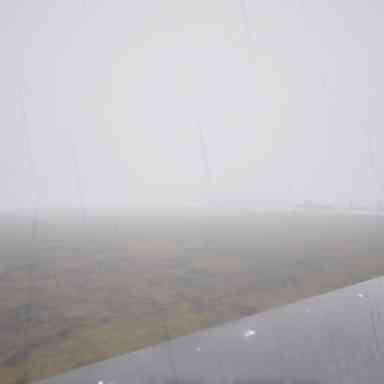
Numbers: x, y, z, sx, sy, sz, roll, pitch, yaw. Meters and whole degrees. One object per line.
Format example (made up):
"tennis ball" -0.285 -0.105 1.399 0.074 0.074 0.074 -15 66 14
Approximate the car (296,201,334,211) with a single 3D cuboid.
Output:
"car" 16.147 1.795 43.767 1.895 1.301 4.718 -1 0 -36
